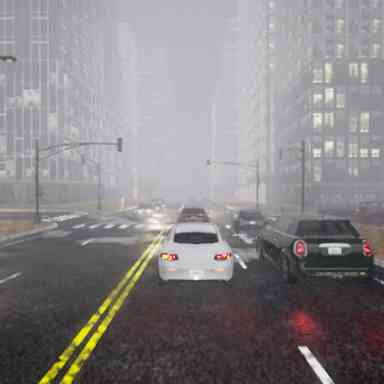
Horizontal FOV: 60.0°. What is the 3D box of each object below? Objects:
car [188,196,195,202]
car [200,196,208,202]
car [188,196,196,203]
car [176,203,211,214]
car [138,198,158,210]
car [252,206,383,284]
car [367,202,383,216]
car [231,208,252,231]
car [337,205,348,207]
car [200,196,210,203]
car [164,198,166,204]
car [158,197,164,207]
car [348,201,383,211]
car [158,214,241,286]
[{"bbox_3d":[-0.079,1.805,88.817,1.882,1.535,5.008,0,0,0],"label":"car"},{"bbox_3d":[3.171,1.851,88.819,1.812,1.442,4.674,0,0,0],"label":"car"},{"bbox_3d":[-0.069,1.935,78.399,1.837,1.490,4.892,0,0,0],"label":"car"},{"bbox_3d":[0.082,1.629,20.453,1.837,1.490,4.892,0,0,0],"label":"car"},{"bbox_3d":[-6.633,1.851,48.837,1.994,1.385,4.181,0,0,0],"label":"car"},{"bbox_3d":[3.343,1.412,9.908,2.097,1.767,4.553,0,0,0],"label":"car"},{"bbox_3d":[21.779,1.879,35.915,4.829,1.417,1.752,0,0,1],"label":"car"},{"bbox_3d":[3.506,1.688,20.517,1.994,1.385,4.181,0,0,4],"label":"car"},{"bbox_3d":[15.063,1.922,33.428,4.718,1.301,1.895,0,1,1],"label":"car"},{"bbox_3d":[3.181,1.912,78.401,1.882,1.535,5.008,0,0,0],"label":"car"},{"bbox_3d":[-6.563,1.875,69.536,1.882,1.535,5.008,0,0,0],"label":"car"},{"bbox_3d":[-6.621,1.820,59.161,1.882,1.535,5.008,0,0,1],"label":"car"},{"bbox_3d":[16.177,1.702,27.624,5.009,1.841,2.192,0,0,1],"label":"car"},{"bbox_3d":[0.096,1.584,9.426,1.812,1.442,4.674,0,0,0],"label":"car"}]
